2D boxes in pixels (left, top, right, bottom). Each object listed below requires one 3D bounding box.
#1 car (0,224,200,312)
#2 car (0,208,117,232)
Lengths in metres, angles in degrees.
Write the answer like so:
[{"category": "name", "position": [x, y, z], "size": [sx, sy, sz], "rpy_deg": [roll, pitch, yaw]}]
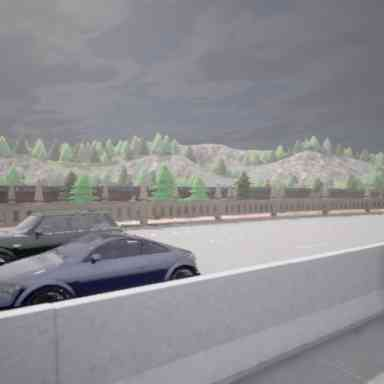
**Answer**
[{"category": "car", "position": [-1.881, 1.563, 6.912], "size": [4.181, 1.385, 1.994], "rpy_deg": [0, 0, -35]}, {"category": "car", "position": [-4.148, 1.351, 9.595], "size": [4.553, 1.767, 2.097], "rpy_deg": [0, 0, -35]}]
